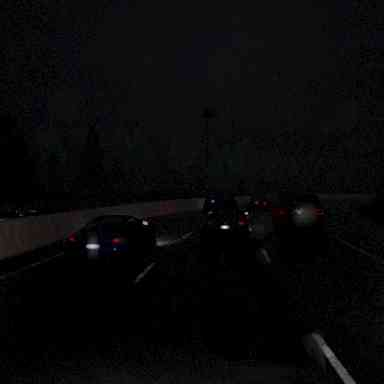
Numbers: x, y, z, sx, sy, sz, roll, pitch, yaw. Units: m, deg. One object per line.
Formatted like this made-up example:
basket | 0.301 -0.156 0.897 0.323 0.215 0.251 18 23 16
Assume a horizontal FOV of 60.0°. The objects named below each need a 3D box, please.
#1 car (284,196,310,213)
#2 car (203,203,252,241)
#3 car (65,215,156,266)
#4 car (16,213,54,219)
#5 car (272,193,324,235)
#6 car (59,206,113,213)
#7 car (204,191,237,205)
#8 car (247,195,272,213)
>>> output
car | 11.030 1.227 34.651 2.128 1.511 4.902 0 0 23
car | 1.725 1.440 15.958 1.994 1.385 4.181 0 0 10
car | -2.535 1.474 11.261 1.994 1.385 4.181 0 0 6
car | -10.888 1.292 24.669 2.128 1.511 4.902 0 0 14
car | 5.639 1.084 17.976 2.150 2.045 5.566 0 0 12
car | -7.297 1.294 24.645 2.128 1.511 4.902 0 0 14
car | 2.887 0.963 33.263 2.150 2.045 5.566 0 0 21
car | 7.027 1.091 34.101 2.097 1.767 4.553 0 1 21
